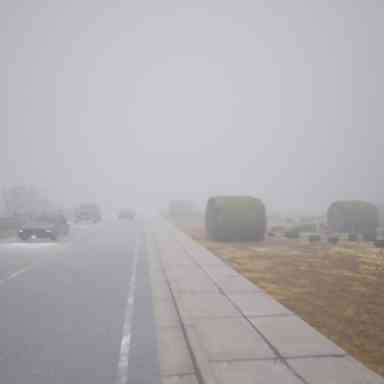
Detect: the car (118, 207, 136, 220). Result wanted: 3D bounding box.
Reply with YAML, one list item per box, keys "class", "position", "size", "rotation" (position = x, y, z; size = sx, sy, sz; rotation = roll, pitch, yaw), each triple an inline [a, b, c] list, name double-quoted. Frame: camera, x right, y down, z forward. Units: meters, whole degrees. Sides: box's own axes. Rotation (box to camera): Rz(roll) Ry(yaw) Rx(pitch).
- class: "car"
  position: [-8.435, 2.786, 42.892]
  size: [1.812, 1.442, 4.674]
  rotation: [1, -2, -8]

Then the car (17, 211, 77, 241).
- class: "car"
  position: [-8.715, 2.050, 20.117]
  size: [2.033, 1.411, 5.357]
  rotation: [1, -2, -9]

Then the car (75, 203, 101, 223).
- class: "car"
  position: [-10.974, 2.176, 35.229]
  size: [2.150, 2.045, 5.566]
  rotation: [1, -1, -8]

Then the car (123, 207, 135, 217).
- class: "car"
  position: [-9.992, 3.094, 53.081]
  size: [1.812, 1.442, 4.674]
  rotation: [1, -2, -9]
